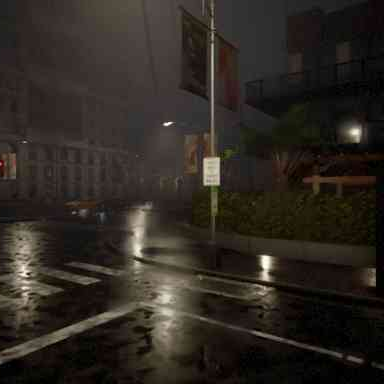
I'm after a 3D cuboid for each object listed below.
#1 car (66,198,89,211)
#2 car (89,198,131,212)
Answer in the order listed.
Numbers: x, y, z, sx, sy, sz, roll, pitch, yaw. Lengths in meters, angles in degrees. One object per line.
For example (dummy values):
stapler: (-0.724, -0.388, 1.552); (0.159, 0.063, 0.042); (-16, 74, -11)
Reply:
car: (-13.077, 1.477, 40.905); (1.882, 1.535, 5.008); (0, 0, 35)
car: (-9.496, 1.504, 39.909); (1.837, 1.490, 4.892); (0, 0, 35)
